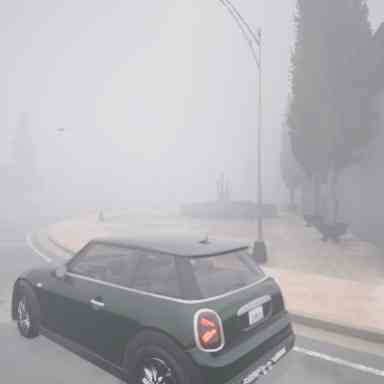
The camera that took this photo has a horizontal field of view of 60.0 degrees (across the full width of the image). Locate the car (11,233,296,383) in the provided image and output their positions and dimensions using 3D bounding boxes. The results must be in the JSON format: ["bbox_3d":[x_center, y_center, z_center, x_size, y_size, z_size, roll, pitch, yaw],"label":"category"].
[{"bbox_3d":[-0.902,1.414,5.098,4.553,1.767,2.097,-1,-1,40],"label":"car"}]
